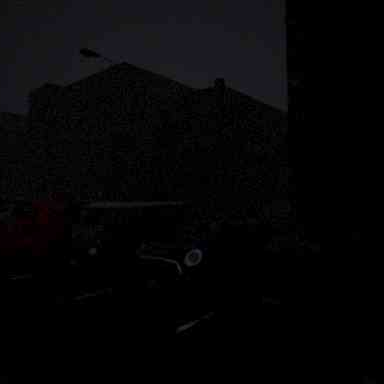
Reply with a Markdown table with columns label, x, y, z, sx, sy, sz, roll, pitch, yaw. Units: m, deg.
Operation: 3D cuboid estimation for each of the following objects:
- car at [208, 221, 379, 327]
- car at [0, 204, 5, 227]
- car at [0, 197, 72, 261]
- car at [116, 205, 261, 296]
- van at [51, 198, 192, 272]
| label | x | y | z | sx | sy | sz | roll | pitch | yaw |
| --- | --- | --- | --- | --- | --- | --- | --- | --- | --- |
| car | 2.696 | 1.499 | 7.238 | 2.231 | 1.521 | 4.892 | 0 | 0 | 37 |
| car | -14.489 | 1.509 | 20.606 | 2.002 | 1.452 | 4.674 | 0 | 0 | 40 |
| car | -3.884 | 1.253 | 12.227 | 2.435 | 2.045 | 5.566 | 0 | 0 | 37 |
| car | 0.517 | 1.376 | 8.925 | 2.185 | 1.767 | 4.553 | 0 | 0 | 37 |
| van | -1.774 | 1.277 | 10.465 | 1.878 | 1.987 | 4.442 | 0 | 0 | 37 |
